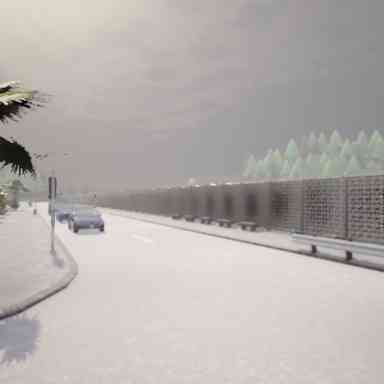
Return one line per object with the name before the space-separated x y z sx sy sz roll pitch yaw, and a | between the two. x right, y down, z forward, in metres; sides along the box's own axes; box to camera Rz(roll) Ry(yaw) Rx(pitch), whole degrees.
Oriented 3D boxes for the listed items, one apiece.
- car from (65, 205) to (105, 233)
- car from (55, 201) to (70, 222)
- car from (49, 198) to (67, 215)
car | -7.143 1.851 22.334 1.812 1.442 4.674 0 -1 -27
car | -11.568 1.932 31.272 1.882 1.535 5.008 0 -1 -26
car | -16.695 1.830 41.743 2.150 2.045 5.566 0 -1 -26
